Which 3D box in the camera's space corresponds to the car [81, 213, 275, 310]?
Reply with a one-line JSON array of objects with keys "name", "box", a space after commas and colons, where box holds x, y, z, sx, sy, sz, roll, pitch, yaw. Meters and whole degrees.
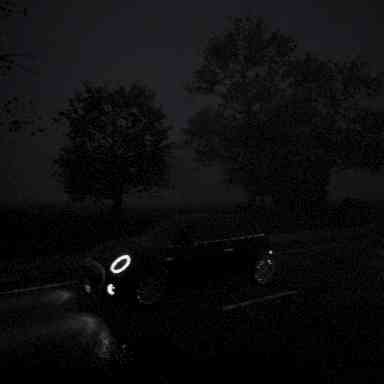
[{"name": "car", "box": [-0.197, 1.336, 7.889, 4.553, 1.767, 2.097, 0, 0, -33]}]
